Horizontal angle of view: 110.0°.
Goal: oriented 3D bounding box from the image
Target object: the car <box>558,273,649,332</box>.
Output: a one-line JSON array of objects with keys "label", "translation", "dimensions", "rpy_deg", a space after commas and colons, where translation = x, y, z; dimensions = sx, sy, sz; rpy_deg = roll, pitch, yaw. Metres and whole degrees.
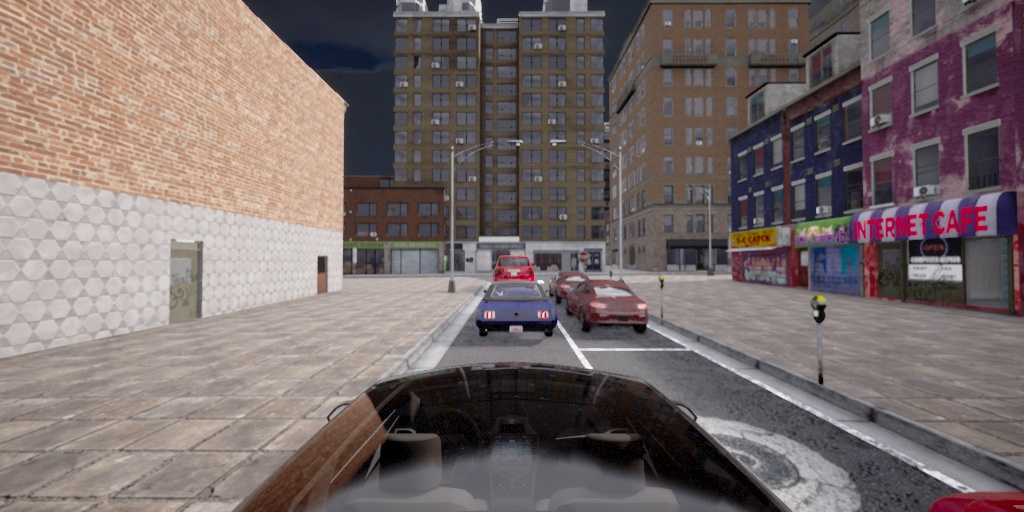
[{"label": "car", "translation": [2.632, 1.333, 10.583], "dimensions": [1.802, 1.307, 4.207], "rpy_deg": [0, 0, 0]}]

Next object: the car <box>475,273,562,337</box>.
[{"label": "car", "translation": [0.104, 1.352, 10.261], "dimensions": [1.895, 1.301, 4.718], "rpy_deg": [0, 0, 0]}]

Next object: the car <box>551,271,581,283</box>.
[{"label": "car", "translation": [2.627, 1.336, 16.022], "dimensions": [1.802, 1.307, 4.207], "rpy_deg": [0, 0, 0]}]

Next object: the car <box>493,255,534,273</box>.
[{"label": "car", "translation": [0.077, 0.977, 20.392], "dimensions": [2.150, 2.045, 5.566], "rpy_deg": [0, 0, 0]}]
